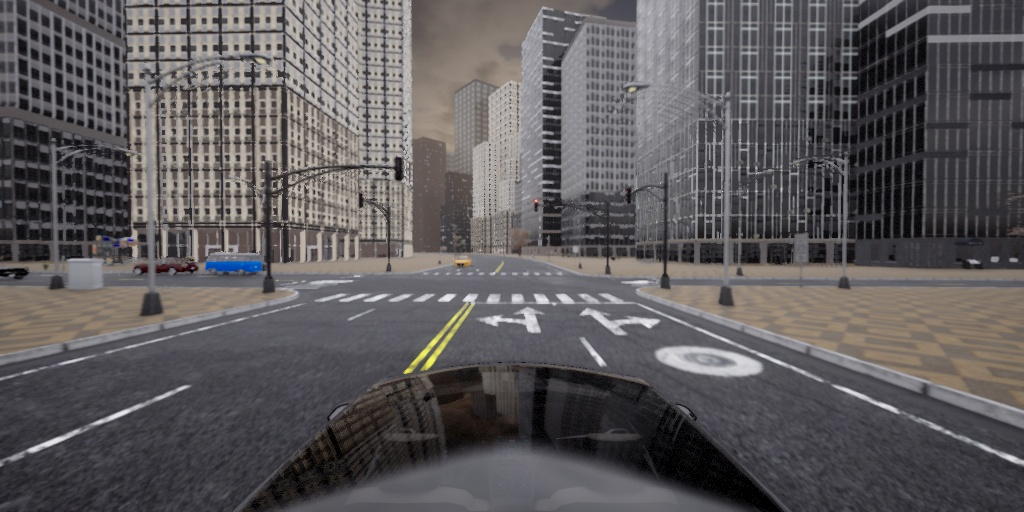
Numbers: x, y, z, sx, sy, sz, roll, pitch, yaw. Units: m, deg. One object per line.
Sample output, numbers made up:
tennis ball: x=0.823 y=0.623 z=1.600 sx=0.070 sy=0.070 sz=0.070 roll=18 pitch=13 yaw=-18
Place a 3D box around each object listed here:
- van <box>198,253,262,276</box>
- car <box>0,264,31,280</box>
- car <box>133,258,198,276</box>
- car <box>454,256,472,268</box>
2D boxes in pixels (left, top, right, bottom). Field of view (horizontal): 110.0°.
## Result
van: x=-22.641 y=0.659 z=29.166 sx=3.998 sy=1.789 sz=1.690 roll=0 pitch=0 yaw=1
car: x=-35.001 y=0.971 z=23.568 sx=4.718 sy=1.301 sz=1.895 roll=0 pitch=1 yaw=2
car: x=-28.179 y=0.838 z=29.215 sx=4.507 sy=1.381 sz=1.888 roll=0 pitch=0 yaw=1
car: x=-6.475 y=0.742 z=47.494 sx=1.882 sy=1.535 sz=5.008 roll=0 pitch=2 yaw=0
